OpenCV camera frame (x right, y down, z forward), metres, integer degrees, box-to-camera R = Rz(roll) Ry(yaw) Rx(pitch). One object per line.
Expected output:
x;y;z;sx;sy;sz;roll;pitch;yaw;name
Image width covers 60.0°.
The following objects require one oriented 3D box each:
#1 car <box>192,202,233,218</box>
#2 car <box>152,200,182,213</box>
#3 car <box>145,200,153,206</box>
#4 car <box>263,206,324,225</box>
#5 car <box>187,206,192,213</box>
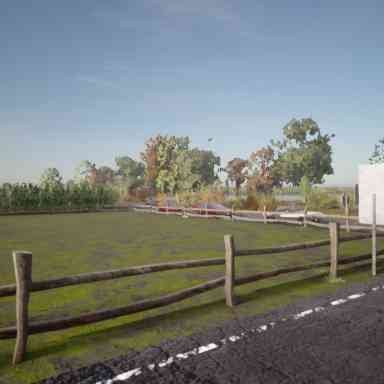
2.299;1.894;35.097;1.812;1.442;4.674;-1;0;-34;car
-3.057;1.979;43.667;1.882;1.535;5.008;-1;0;-29;car
-8.088;2.228;65.830;2.128;1.511;4.902;-1;0;-17;car
8.063;1.829;26.783;1.895;1.301;4.718;-1;0;-35;car
1.192;1.956;42.035;1.812;1.442;4.674;-1;0;-32;car
